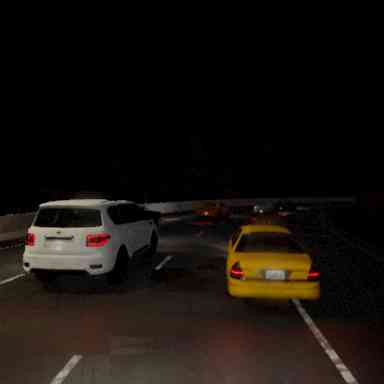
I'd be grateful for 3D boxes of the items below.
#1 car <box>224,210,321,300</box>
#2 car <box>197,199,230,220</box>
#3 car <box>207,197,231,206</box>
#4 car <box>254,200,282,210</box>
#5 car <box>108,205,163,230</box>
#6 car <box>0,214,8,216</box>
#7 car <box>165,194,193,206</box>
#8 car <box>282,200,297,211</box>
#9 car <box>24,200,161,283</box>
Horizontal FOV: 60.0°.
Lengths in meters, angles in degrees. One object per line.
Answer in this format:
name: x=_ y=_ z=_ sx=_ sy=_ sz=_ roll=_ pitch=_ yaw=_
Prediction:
car: x=1.803 y=1.474 z=8.546 sx=1.801 sy=1.575 sz=5.366 roll=0 pitch=0 yaw=7
car: x=1.925 y=1.541 z=28.702 sx=1.882 sy=1.535 sz=5.008 roll=0 pitch=0 yaw=19
car: x=4.748 y=1.630 z=57.227 sx=1.837 sy=1.490 sz=4.892 roll=0 pitch=0 yaw=36
car: x=7.397 y=1.598 z=33.172 sx=1.812 sy=1.442 sz=4.674 roll=0 pitch=0 yaw=24
car: x=-3.665 y=1.651 z=22.475 sx=1.895 sy=1.301 sz=4.718 roll=0 pitch=0 yaw=15
car: x=-12.032 y=1.567 z=18.048 sx=1.812 sy=1.442 sz=4.674 roll=0 pitch=0 yaw=11
car: x=-2.267 y=1.355 z=59.391 sx=2.150 sy=2.045 sz=5.566 roll=0 pitch=-1 yaw=34
car: x=11.953 y=1.693 z=42.392 sx=1.895 sy=1.301 sz=4.718 roll=0 pitch=0 yaw=31
car: x=-2.587 y=1.243 z=9.927 sx=2.150 sy=2.045 sz=5.566 roll=0 pitch=0 yaw=7
